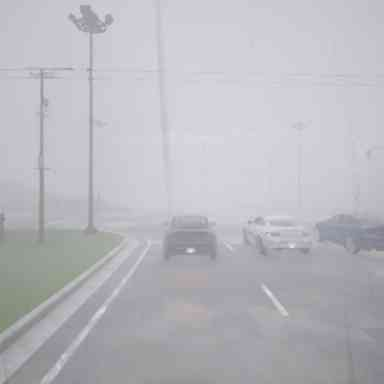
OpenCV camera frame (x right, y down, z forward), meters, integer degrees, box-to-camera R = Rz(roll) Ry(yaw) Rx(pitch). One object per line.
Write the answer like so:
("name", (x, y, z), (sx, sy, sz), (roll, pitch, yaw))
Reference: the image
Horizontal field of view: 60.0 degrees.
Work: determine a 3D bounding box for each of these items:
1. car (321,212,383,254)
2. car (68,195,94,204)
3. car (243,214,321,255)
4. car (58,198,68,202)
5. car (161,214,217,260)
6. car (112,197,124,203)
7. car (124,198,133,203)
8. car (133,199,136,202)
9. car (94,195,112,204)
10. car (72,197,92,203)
("car", (6.848, 1.579, 14.000), (1.882, 1.535, 5.008), (0, 0, -2))
("car", (-26.506, 2.055, 79.492), (5.008, 1.535, 1.882), (0, 0, 28))
("car", (3.363, 1.626, 13.738), (1.812, 1.442, 4.674), (0, 0, -2))
("car", (-31.092, 2.067, 85.604), (4.892, 1.490, 1.837), (0, 0, 18))
("car", (-0.110, 1.600, 12.895), (1.837, 1.490, 4.892), (0, 0, -2))
("car", (-20.287, 2.086, 83.806), (5.008, 1.535, 1.882), (0, 0, 32))
("car", (-18.763, 2.171, 87.003), (5.357, 1.411, 2.033), (0, 0, 32))
("car", (-17.627, 2.251, 90.438), (4.718, 1.301, 1.895), (0, 0, 32))
("car", (-22.315, 2.112, 80.955), (4.674, 1.442, 1.812), (0, 0, 32))
("car", (-29.349, 2.058, 88.680), (5.008, 1.535, 1.882), (0, 0, 21))
